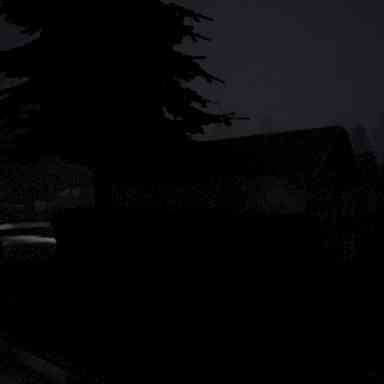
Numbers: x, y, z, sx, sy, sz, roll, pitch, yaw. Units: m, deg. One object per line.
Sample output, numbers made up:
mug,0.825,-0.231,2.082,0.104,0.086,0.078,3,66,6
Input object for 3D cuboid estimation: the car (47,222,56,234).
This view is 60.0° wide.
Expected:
car,-7.621,2.126,23.214,1.837,1.490,4.892,-1,-1,36
